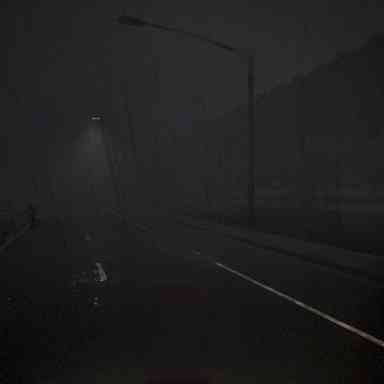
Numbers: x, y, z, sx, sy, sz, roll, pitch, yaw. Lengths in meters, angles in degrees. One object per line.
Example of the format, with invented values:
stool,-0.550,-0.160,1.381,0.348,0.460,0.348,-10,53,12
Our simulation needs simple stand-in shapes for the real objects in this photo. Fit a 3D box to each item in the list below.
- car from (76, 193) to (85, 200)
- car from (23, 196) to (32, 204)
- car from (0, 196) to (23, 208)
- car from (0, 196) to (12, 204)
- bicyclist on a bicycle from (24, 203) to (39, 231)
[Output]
car,-27.525,1.219,82.558,1.812,1.442,4.674,0,1,-20
car,-31.452,1.477,62.764,2.128,1.511,4.902,0,0,-20
car,-26.339,1.504,48.554,1.837,1.490,4.892,0,0,-20
car,-34.668,1.478,61.368,1.812,1.442,4.674,0,0,-20
bicyclist on a bicycle,-9.376,1.455,19.460,1.656,1.620,0.582,-3,-2,39
